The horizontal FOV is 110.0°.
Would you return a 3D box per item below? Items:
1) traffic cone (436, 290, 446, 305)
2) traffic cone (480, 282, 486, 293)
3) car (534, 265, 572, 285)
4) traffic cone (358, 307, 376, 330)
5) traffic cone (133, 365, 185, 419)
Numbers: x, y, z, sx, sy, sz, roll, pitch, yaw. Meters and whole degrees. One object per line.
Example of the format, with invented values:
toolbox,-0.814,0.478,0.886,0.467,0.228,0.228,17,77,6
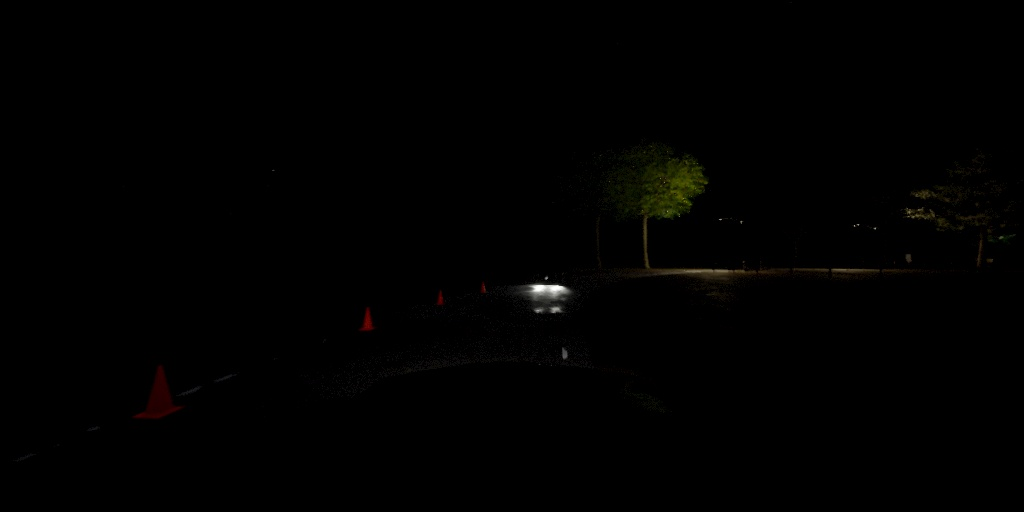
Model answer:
traffic cone,-2.957,1.687,14.776,0.340,0.580,0.340,0,0,13
traffic cone,-1.603,1.705,19.800,0.340,0.580,0.340,0,0,17
car,3.122,1.357,26.618,1.994,1.385,4.181,0,0,22
traffic cone,-3.891,1.672,9.657,0.340,0.580,0.340,0,0,8
traffic cone,-4.400,1.660,4.478,0.340,0.580,0.340,0,0,3
